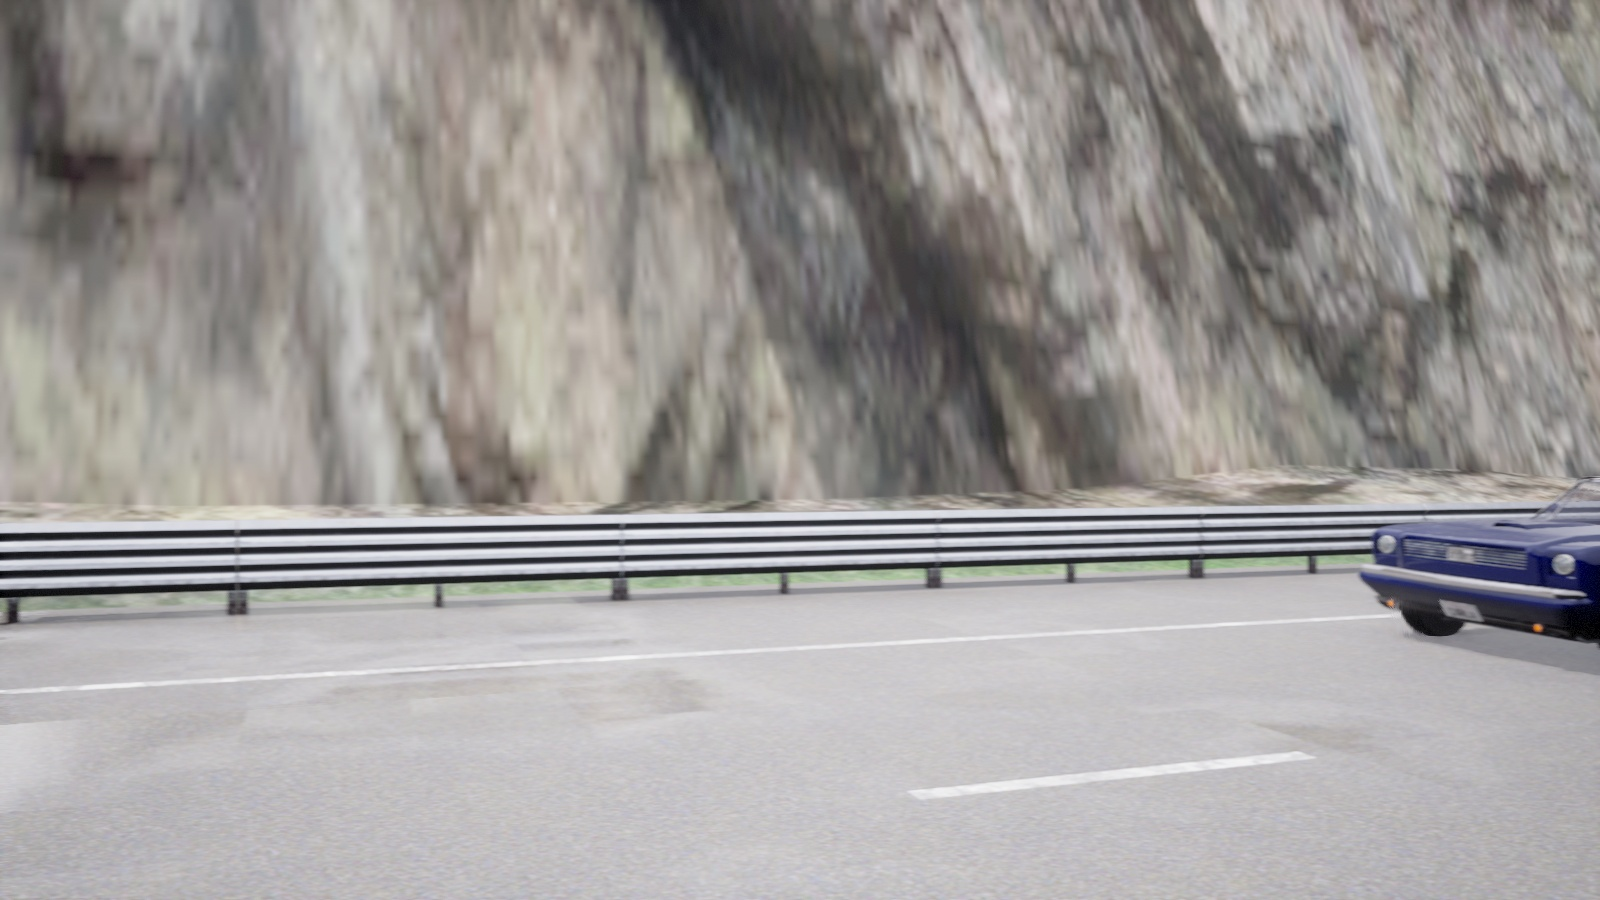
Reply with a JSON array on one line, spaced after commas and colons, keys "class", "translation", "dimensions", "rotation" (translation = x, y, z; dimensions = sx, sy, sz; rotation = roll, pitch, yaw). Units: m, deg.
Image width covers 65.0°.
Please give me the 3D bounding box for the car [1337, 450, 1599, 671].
[{"class": "car", "translation": [6.627, 0.672, 9.500], "dimensions": [4.718, 1.301, 1.895], "rotation": [-1, 1, -21]}]
